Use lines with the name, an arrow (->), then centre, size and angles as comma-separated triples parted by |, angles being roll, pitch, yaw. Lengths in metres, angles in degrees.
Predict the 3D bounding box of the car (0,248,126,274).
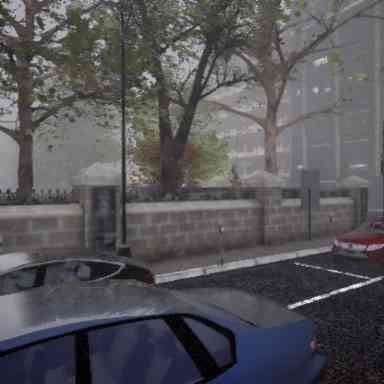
car -> -2.560, 1.564, 4.738 | 4.313, 1.339, 1.947 | 0, 0, -36

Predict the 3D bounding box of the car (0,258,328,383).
car -> -1.183, 1.546, 2.532 | 5.357, 1.411, 2.033 | 0, 0, -36

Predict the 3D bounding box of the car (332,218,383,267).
car -> 6.444, 1.553, 11.178 | 4.206, 1.307, 1.802 | 0, 0, -36
